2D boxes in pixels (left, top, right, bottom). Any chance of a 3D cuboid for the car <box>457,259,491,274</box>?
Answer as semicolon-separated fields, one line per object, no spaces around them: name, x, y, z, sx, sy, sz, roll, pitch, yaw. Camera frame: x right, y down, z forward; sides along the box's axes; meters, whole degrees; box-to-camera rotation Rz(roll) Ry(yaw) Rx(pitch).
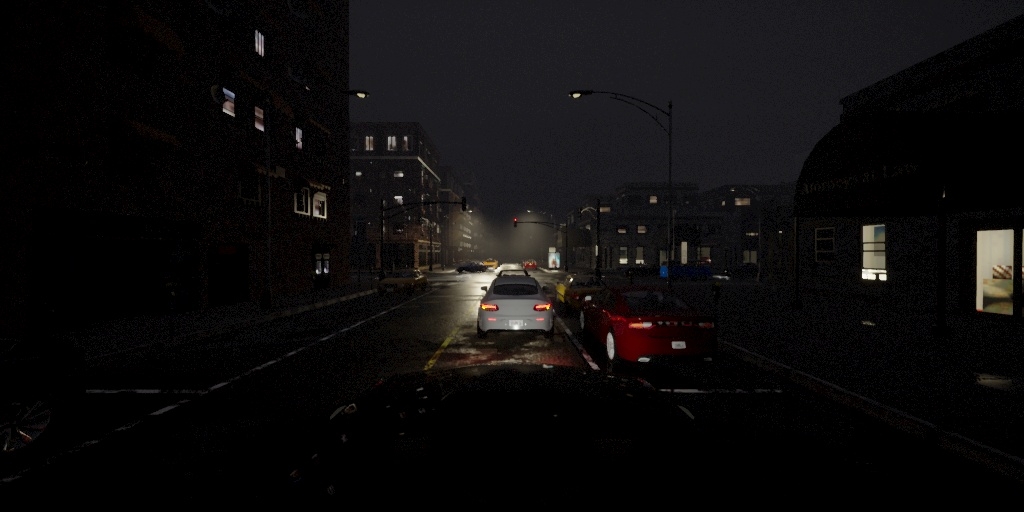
car;-4.464;1.329;40.767;1.895;1.301;4.718;0;0;19

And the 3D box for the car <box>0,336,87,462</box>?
car;-5.692;1.316;2.277;1.948;1.339;4.313;0;0;0

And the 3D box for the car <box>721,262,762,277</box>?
car;23.473;1.371;36.041;4.181;1.385;1.994;0;0;0

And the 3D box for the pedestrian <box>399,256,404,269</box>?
pedestrian;-12.707;0.831;41.234;0.375;1.860;0.375;0;0;-1

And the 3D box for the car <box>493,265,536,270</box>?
car;0.076;1.353;19.110;1.895;1.301;4.718;0;0;0

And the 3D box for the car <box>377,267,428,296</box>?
car;-5.725;1.278;19.197;1.751;1.417;4.829;0;0;0

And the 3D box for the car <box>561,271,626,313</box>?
car;2.667;1.276;13.852;1.751;1.417;4.829;0;0;0

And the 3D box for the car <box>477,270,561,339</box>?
car;0.084;1.276;9.999;1.812;1.442;4.674;0;0;0

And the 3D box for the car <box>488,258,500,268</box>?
car;-3.182;1.255;54.871;1.882;1.535;5.008;0;0;0

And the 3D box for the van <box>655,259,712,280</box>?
van;14.600;1.164;30.172;3.998;1.789;1.690;0;0;-1

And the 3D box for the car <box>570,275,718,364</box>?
car;2.678;1.295;7.985;1.888;1.381;4.507;0;0;0

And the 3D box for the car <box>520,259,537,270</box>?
car;2.593;1.213;51.850;1.967;1.591;4.097;0;0;0

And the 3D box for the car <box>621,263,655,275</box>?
car;13.423;1.382;35.949;4.718;1.301;1.895;0;0;-1
